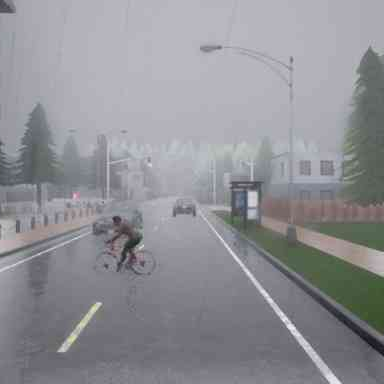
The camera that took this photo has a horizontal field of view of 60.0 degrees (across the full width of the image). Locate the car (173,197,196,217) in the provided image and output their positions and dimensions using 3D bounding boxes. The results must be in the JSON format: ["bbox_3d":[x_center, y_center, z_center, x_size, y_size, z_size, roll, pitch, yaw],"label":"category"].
[{"bbox_3d":[-0.703,1.352,31.442,2.097,1.767,4.553,0,0,-1],"label":"car"}]

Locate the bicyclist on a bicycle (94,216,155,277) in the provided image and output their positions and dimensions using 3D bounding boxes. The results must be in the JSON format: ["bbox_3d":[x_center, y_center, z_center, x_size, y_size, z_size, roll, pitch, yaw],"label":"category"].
[{"bbox_3d":[-1.814,1.453,8.849,1.656,1.620,0.582,-2,0,-1],"label":"bicyclist on a bicycle"}]

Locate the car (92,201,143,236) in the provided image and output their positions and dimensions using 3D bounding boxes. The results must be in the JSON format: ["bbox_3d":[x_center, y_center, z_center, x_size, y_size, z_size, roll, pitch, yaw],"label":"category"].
[{"bbox_3d":[-3.990,1.352,18.490,2.097,1.767,4.553,0,0,-1],"label":"car"}]
